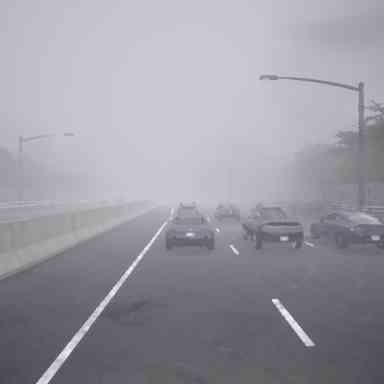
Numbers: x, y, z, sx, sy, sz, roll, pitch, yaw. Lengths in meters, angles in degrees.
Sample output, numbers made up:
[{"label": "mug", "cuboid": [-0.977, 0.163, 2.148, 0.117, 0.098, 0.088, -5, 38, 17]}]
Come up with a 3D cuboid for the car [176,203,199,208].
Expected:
[{"label": "car", "cuboid": [-0.383, 1.688, 29.835, 2.128, 1.511, 4.902, 0, -1, -1]}]

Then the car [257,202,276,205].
[{"label": "car", "cuboid": [6.614, 1.680, 30.012, 1.882, 1.535, 5.008, 0, -1, -1]}]

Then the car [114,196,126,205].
[{"label": "car", "cuboid": [-16.491, 2.031, 76.161, 2.150, 2.045, 5.566, 0, -1, -4]}]

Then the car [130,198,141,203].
[{"label": "car", "cuboid": [-13.004, 2.165, 76.455, 2.097, 1.767, 4.553, 0, -1, -4]}]

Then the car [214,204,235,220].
[{"label": "car", "cuboid": [3.116, 1.757, 29.923, 2.033, 1.411, 5.357, 0, -1, -1]}]

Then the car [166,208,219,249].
[{"label": "car", "cuboid": [-0.097, 1.620, 14.768, 1.994, 1.385, 4.181, 0, 0, -1]}]

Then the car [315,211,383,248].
[{"label": "car", "cuboid": [6.903, 1.582, 14.857, 1.812, 1.442, 4.674, 0, 0, -1]}]

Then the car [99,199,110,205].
[{"label": "car", "cuboid": [-19.985, 2.357, 75.947, 1.994, 1.385, 4.181, 0, -1, -4]}]

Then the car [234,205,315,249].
[{"label": "car", "cuboid": [3.403, 1.543, 14.813, 2.128, 1.511, 4.902, 0, 0, -1]}]
